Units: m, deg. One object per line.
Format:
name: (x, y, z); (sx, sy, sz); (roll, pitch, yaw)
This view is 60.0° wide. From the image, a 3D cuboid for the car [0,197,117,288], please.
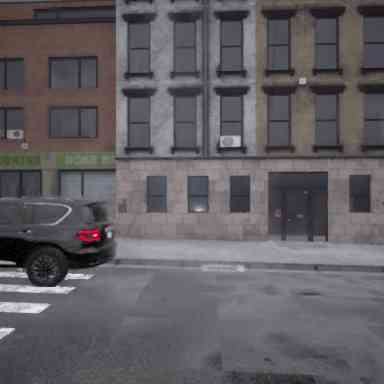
car: (-4.772, 1.139, 8.653); (5.566, 2.045, 2.150); (1, 0, 3)
